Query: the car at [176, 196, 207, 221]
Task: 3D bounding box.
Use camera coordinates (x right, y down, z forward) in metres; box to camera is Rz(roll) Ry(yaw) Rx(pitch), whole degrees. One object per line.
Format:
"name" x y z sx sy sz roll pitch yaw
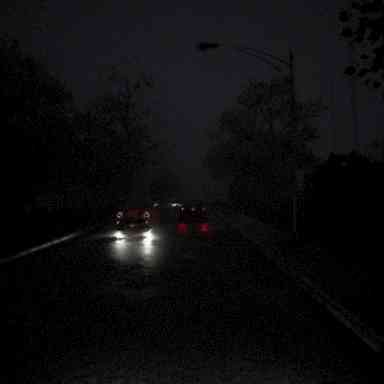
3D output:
"car" 0.089 1.297 26.752 2.097 1.767 4.553 0 0 0

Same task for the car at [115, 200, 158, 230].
"car" -3.357 1.310 20.870 2.097 1.767 4.553 0 0 0

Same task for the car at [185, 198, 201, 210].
"car" 0.088 1.467 42.958 1.994 1.385 4.181 0 0 0

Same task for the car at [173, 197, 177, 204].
"car" -2.293 1.472 62.038 1.895 1.301 4.718 -1 0 9
